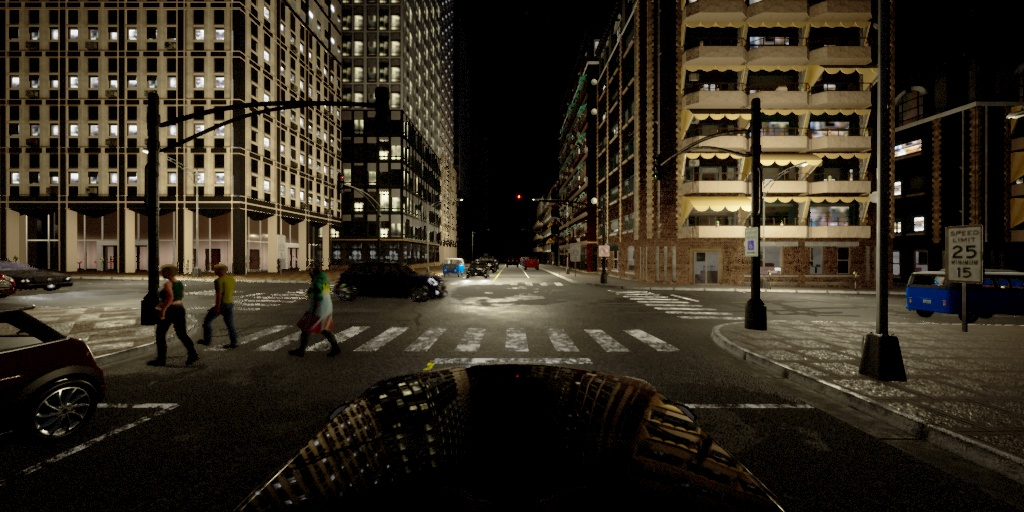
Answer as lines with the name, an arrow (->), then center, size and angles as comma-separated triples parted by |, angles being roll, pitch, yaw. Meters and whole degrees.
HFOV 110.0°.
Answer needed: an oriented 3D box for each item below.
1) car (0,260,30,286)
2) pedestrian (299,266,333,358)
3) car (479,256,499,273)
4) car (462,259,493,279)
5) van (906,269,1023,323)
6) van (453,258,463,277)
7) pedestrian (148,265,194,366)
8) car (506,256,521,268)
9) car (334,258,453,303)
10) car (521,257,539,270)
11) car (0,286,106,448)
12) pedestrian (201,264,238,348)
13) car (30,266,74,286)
car -> -21.133, 0.818, 13.125 | 4.097, 1.591, 1.967 | 0, 0, 0
pedestrian -> -3.861, 1.044, 7.071 | 0.375, 1.860, 0.375 | 0, 0, 0
car -> -3.042, 0.983, 43.165 | 2.150, 2.045, 5.566 | 0, 0, 0
car -> -3.057, 1.260, 32.771 | 1.837, 1.490, 4.892 | 0, 0, 0
van -> 16.926, 1.453, 13.027 | 3.998, 1.789, 1.690 | 0, 0, 0
van -> -5.649, 1.097, 34.812 | 1.690, 1.789, 3.998 | 0, 0, 0
pedestrian -> -6.146, 1.044, 6.474 | 0.375, 1.860, 0.375 | 0, 0, 0
car -> 0.080, 0.994, 63.915 | 2.150, 2.045, 5.566 | 0, 0, 0
car -> -5.181, 1.032, 15.730 | 4.553, 1.767, 2.097 | 1, 0, 0
car -> 2.752, 1.079, 51.456 | 2.192, 1.841, 5.009 | 0, 0, 0
car -> -5.689, 1.190, 2.338 | 1.967, 1.591, 4.097 | 0, 0, 0
pedestrian -> -6.252, 1.042, 7.673 | 0.375, 1.860, 0.375 | 0, 0, 0
car -> -22.846, 0.889, 15.712 | 5.357, 1.411, 2.033 | 1, 0, 0
